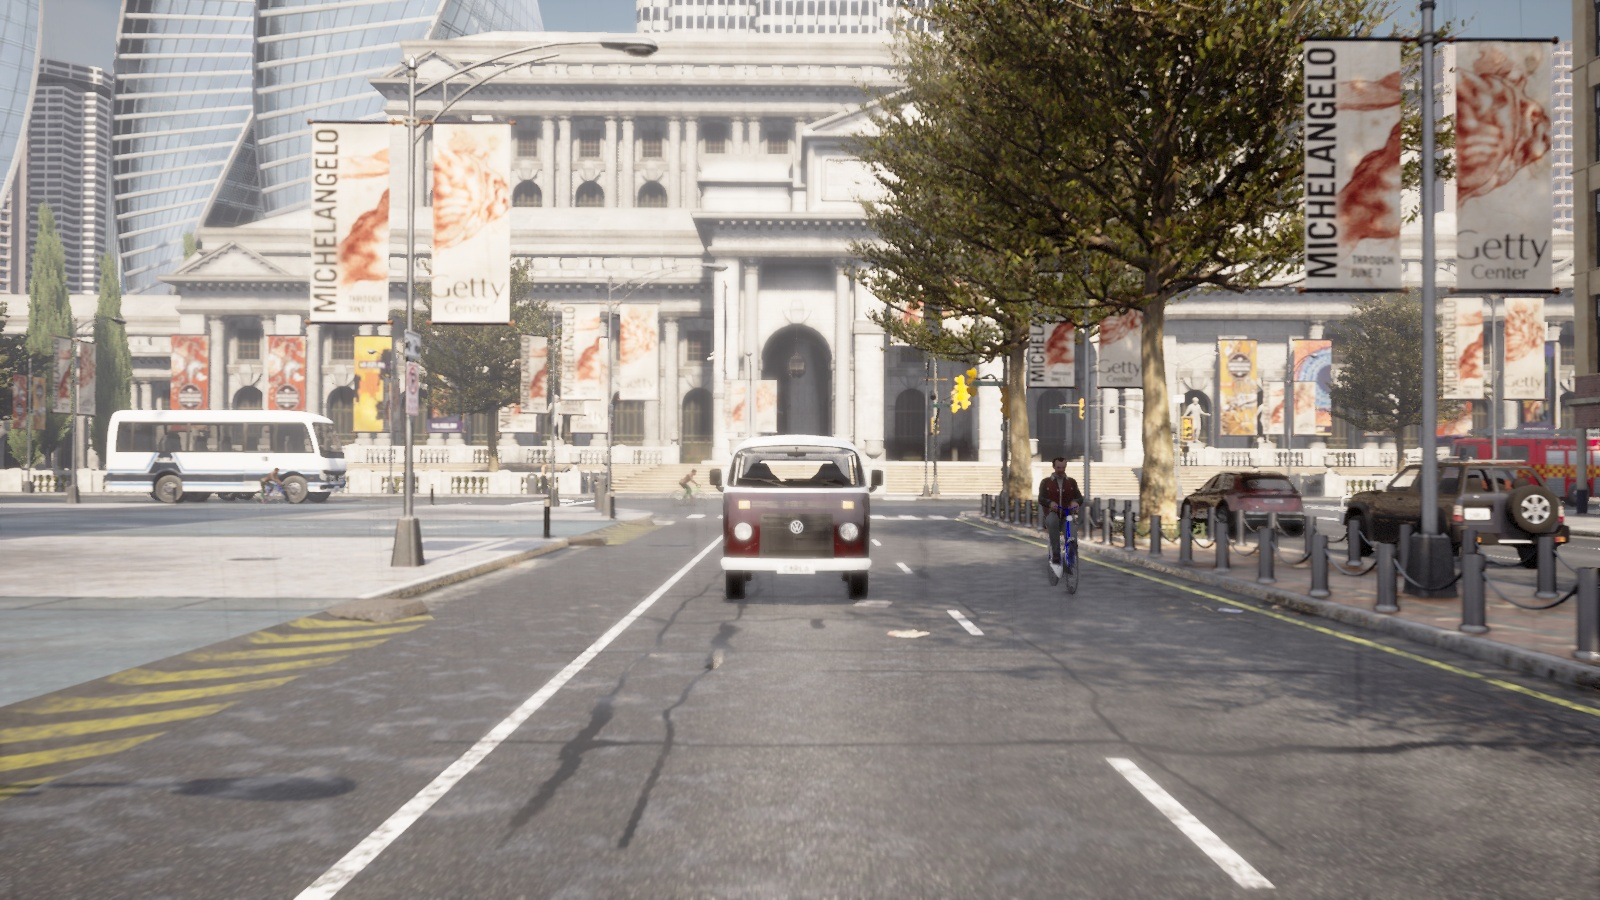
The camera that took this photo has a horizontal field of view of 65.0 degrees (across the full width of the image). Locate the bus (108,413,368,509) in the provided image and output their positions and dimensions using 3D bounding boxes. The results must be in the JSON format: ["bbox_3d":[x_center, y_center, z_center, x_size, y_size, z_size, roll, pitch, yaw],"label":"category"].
[{"bbox_3d":[-25.833,0.516,58.218,10.273,4.253,3.944,0,-1,0],"label":"bus"}]

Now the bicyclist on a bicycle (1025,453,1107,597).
[{"bbox_3d":[3.459,0.947,16.483,0.659,1.776,1.843,0,-1,0],"label":"bicyclist on a bicycle"}]

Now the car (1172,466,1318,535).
[{"bbox_3d":[11.372,1.243,32.467,2.033,1.649,4.856,0,-1,0],"label":"car"}]

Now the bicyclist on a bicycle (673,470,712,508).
[{"bbox_3d":[-4.681,1.699,54.679,1.656,1.620,0.582,0,-2,0],"label":"bicyclist on a bicycle"}]

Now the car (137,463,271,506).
[{"bbox_3d":[-29.229,1.683,61.690,5.566,2.045,2.150,0,-1,0],"label":"car"}]

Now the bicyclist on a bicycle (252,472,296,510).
[{"bbox_3d":[-22.914,1.775,54.700,1.656,1.620,0.582,0,-1,0],"label":"bicyclist on a bicycle"}]

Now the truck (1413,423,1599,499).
[{"bbox_3d":[36.777,0.594,65.130,8.468,3.827,2.891,0,-1,0],"label":"truck"}]

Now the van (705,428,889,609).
[{"bbox_3d":[-0.042,0.813,16.428,2.069,2.038,4.480,0,-1,0],"label":"van"}]

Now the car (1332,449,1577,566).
[{"bbox_3d":[11.446,0.961,22.404,1.932,1.855,4.605,0,-1,0],"label":"car"}]
